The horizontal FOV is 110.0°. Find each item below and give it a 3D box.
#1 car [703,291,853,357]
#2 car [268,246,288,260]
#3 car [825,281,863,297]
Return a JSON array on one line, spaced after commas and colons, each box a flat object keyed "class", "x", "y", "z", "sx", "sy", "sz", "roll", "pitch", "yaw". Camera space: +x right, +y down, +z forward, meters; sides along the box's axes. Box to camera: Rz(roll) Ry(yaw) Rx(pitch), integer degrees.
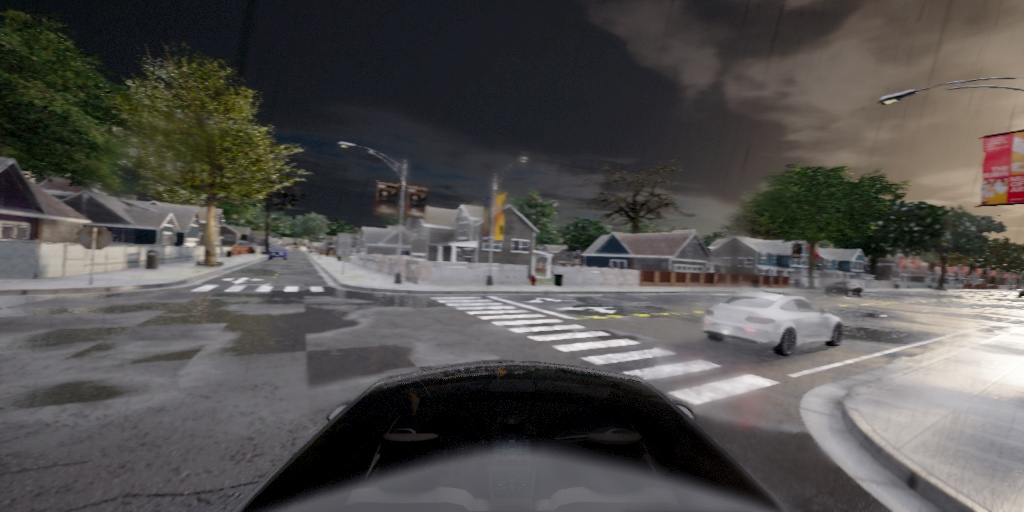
[{"class": "car", "x": 7.203, "y": 1.724, "z": 9.877, "sx": 4.674, "sy": 1.442, "sz": 1.812, "roll": 3, "pitch": 0, "yaw": -30}, {"class": "car", "x": -33.835, "y": -0.466, "z": 51.974, "sx": 2.150, "sy": 2.045, "sz": 5.566, "roll": 4, "pitch": -1, "yaw": -31}, {"class": "car", "x": 34.362, "y": 3.352, "z": 37.060, "sx": 5.008, "sy": 1.535, "sz": 1.882, "roll": 3, "pitch": 0, "yaw": -30}]
